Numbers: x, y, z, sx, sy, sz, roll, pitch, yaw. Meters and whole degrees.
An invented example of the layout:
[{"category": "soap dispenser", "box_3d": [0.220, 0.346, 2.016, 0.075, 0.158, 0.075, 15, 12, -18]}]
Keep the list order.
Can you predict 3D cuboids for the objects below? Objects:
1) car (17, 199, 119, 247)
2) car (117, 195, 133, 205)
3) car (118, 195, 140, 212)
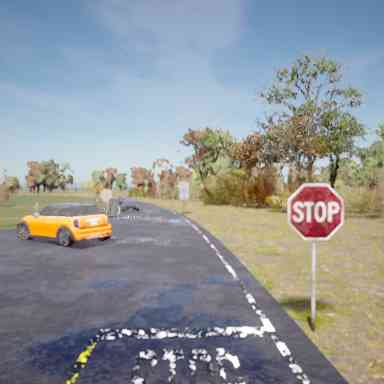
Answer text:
[{"category": "car", "box_3d": [-5.733, 1.273, 14.713, 4.553, 1.767, 2.097, 0, 1, 35]}, {"category": "car", "box_3d": [-10.361, 1.198, 51.243, 2.128, 1.511, 4.902, 0, 0, -16]}, {"category": "car", "box_3d": [-6.601, 1.344, 35.727, 2.033, 1.411, 5.357, 0, 0, -11]}]
